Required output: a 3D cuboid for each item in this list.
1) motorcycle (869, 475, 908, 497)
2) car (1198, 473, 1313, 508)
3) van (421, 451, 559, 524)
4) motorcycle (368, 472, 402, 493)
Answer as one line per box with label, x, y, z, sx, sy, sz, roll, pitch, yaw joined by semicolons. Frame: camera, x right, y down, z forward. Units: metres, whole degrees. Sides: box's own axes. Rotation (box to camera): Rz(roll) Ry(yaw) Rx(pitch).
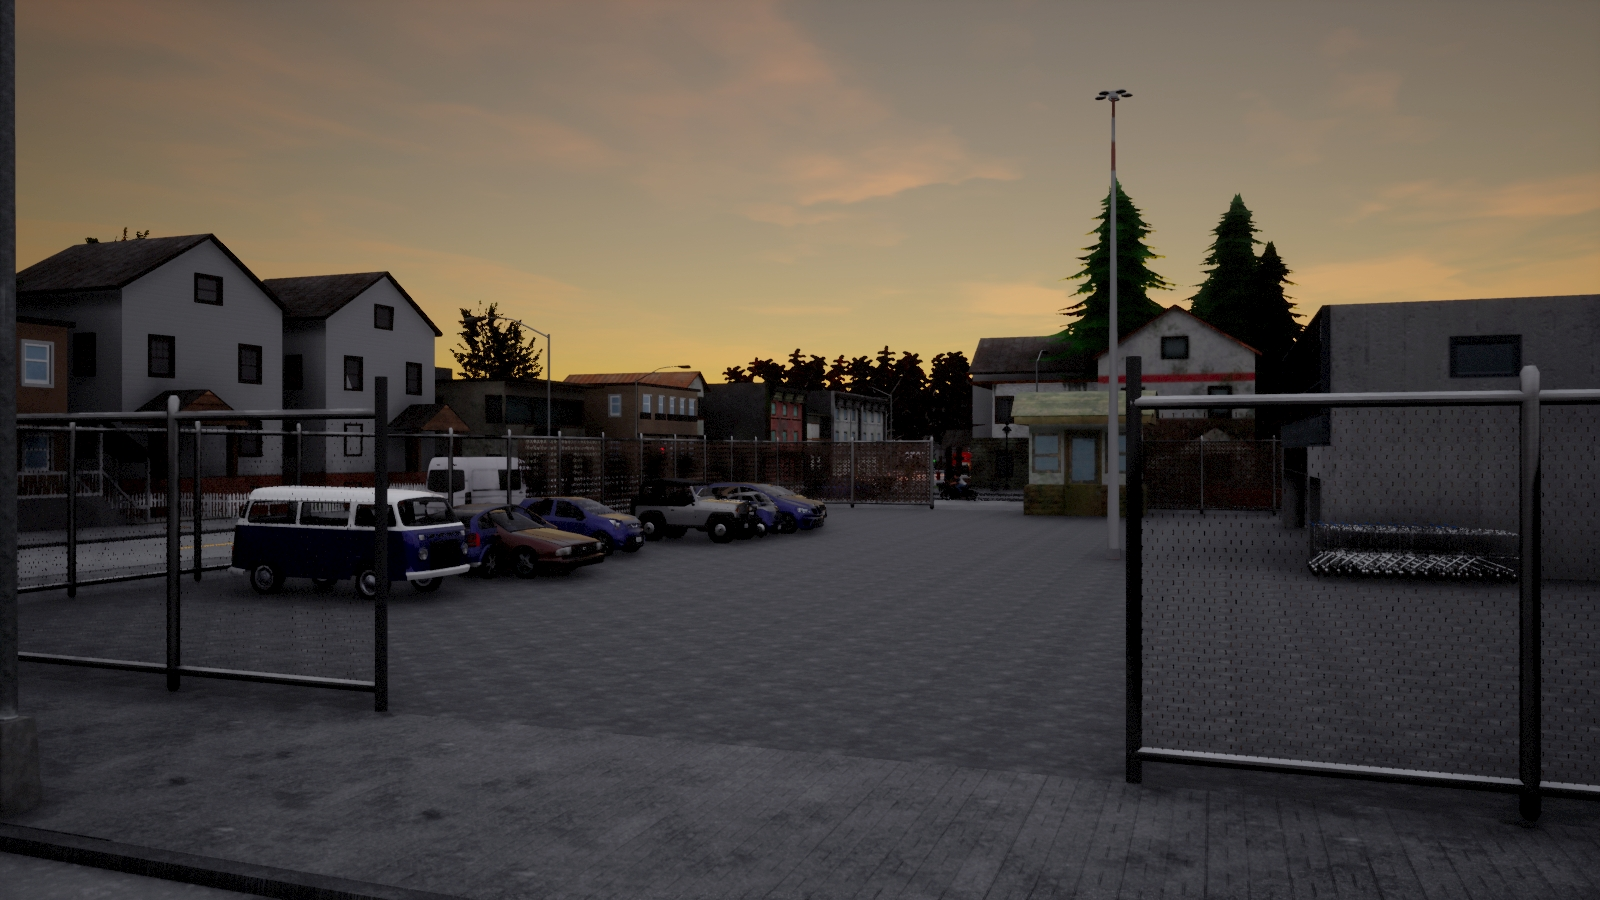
motorcycle;4.911;1.996;63.324;2.033;1.145;0.803;0;0;20
car;21.109;1.841;53.136;4.892;1.480;2.231;0;0;20
van;-11.617;1.319;43.358;1.988;2.561;5.915;0;0;20
motorcycle;-25.390;1.970;69.931;1.805;1.236;0.856;0;0;19
